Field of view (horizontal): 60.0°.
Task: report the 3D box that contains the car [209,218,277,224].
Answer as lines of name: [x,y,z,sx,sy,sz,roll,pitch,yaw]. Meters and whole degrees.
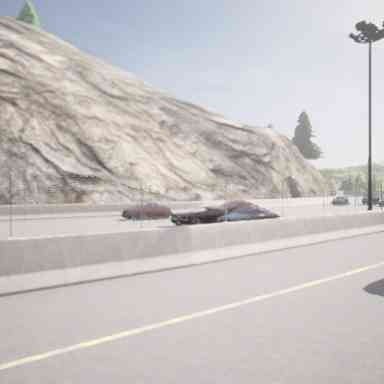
car: [3.375,1.566,19.756,4.181,1.385,1.994,0,0,-39]
